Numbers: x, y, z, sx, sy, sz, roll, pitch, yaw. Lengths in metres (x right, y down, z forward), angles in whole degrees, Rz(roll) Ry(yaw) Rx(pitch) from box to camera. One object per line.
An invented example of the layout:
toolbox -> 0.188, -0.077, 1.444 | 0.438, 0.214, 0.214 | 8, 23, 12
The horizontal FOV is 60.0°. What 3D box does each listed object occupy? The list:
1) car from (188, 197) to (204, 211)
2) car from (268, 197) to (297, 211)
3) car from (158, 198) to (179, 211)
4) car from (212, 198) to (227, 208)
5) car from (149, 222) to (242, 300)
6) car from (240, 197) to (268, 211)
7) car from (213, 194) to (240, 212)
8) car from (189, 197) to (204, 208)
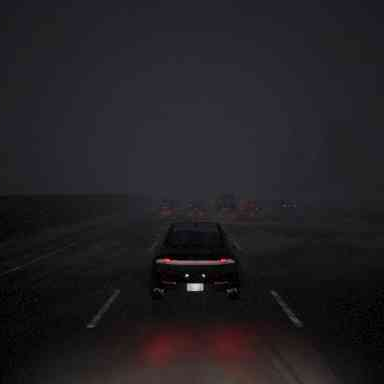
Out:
car -> 0.487, 1.601, 40.269 | 1.895, 1.301, 4.718 | 0, 0, 1
car -> 10.980, 1.547, 39.692 | 2.033, 1.411, 5.357 | 0, 0, 1
car -> -3.008, 1.505, 40.700 | 1.837, 1.490, 4.892 | 0, 0, 1
car -> 4.101, 1.601, 49.395 | 1.895, 1.301, 4.718 | 0, 0, 1
car -> 0.089, 1.492, 8.379 | 2.128, 1.511, 4.902 | 0, 0, 1
car -> 7.491, 1.601, 40.599 | 1.895, 1.301, 4.718 | 0, 0, 1
car -> 3.981, 1.221, 39.809 | 2.150, 2.045, 5.566 | 0, 0, 1
car -> 0.601, 1.492, 49.409 | 2.128, 1.511, 4.902 | 0, 0, 1
